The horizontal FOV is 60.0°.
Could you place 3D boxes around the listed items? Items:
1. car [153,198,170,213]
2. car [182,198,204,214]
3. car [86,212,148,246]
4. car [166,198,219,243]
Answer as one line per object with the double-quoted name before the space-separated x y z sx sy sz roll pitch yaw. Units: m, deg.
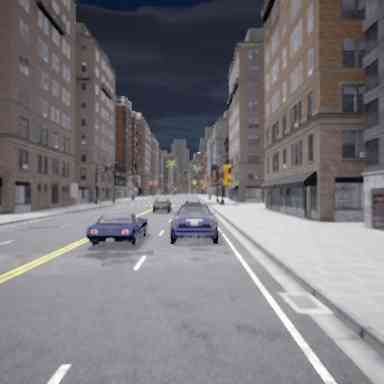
"car" -3.148 1.383 36.132 2.128 1.511 4.902 0 0 0
"car" 0.101 1.387 34.928 2.128 1.511 4.902 0 0 0
"car" -3.150 1.561 15.039 1.895 1.301 4.718 0 0 0
"car" 0.101 1.310 15.975 2.097 1.767 4.553 0 0 0
